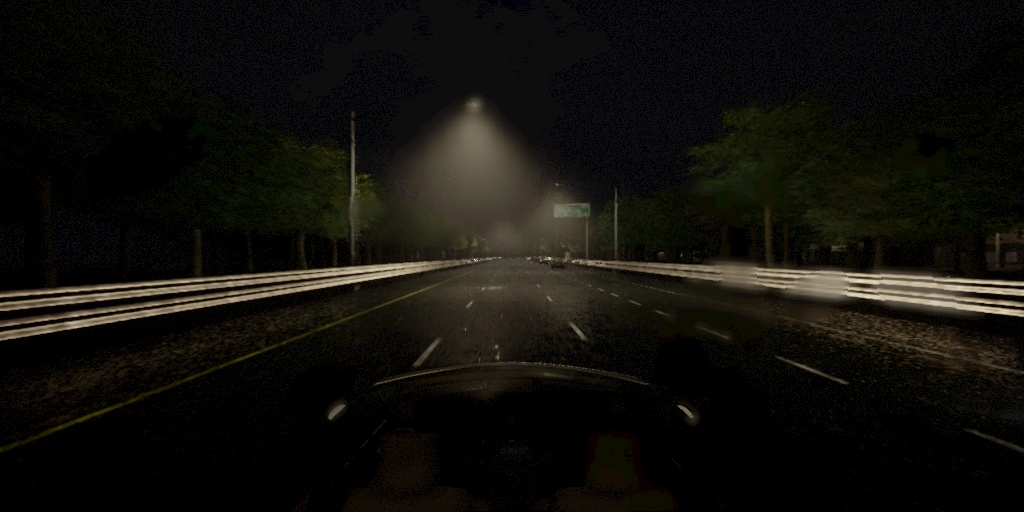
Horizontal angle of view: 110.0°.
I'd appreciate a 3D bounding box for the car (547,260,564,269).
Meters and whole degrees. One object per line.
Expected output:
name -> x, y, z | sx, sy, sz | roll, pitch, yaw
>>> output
car -> 7.142, 1.304, 57.112 | 1.994, 1.385, 4.181 | 0, 0, 0
